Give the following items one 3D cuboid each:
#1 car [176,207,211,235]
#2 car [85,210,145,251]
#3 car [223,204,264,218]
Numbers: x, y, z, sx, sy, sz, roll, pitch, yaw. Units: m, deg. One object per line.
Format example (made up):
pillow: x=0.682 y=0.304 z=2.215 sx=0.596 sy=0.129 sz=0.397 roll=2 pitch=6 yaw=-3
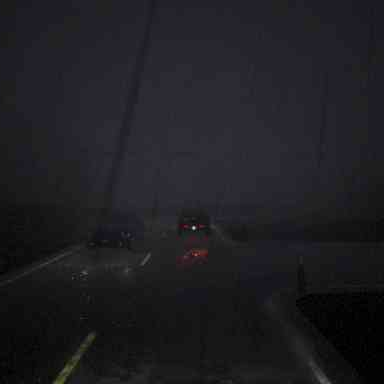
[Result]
car: x=0.102 y=1.691 z=20.205 sx=1.837 sy=1.490 sz=4.892 roll=0 pitch=-1 yaw=0
car: x=-3.312 y=1.617 z=15.111 sx=1.882 sy=1.535 sz=5.008 roll=0 pitch=-1 yaw=0
car: x=5.233 y=1.873 z=33.604 sx=4.181 sy=1.385 sz=1.994 roll=0 pitch=-1 yaw=-14
